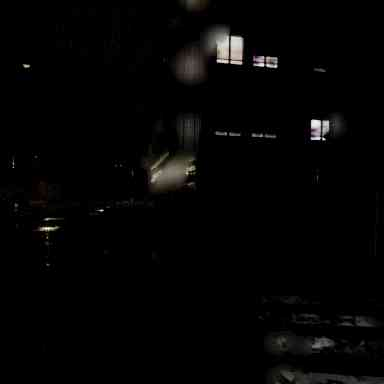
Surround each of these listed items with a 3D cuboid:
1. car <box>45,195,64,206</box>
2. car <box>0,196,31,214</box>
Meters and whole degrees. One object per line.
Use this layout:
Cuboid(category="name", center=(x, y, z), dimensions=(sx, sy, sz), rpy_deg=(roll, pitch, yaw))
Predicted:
Cuboid(category="car", center=(-20.842, 1.213, 50.842), dimensions=(1.812, 1.442, 4.674), rpy_deg=(1, 0, -9))
Cuboid(category="car", center=(-18.242, 1.264, 34.178), dimensions=(2.097, 1.767, 4.553), rpy_deg=(1, 0, -10))
